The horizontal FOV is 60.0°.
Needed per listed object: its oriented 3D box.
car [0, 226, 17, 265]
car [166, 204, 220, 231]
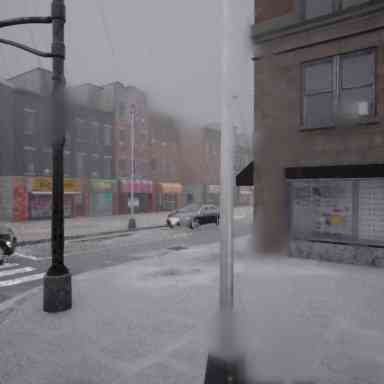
[{"bbox_3d":[-7.223,1.517,9.019,1.837,1.490,4.892,0,0,21],"label":"car"},{"bbox_3d":[0.332,1.545,21.398,2.128,1.511,4.902,0,0,35],"label":"car"}]
